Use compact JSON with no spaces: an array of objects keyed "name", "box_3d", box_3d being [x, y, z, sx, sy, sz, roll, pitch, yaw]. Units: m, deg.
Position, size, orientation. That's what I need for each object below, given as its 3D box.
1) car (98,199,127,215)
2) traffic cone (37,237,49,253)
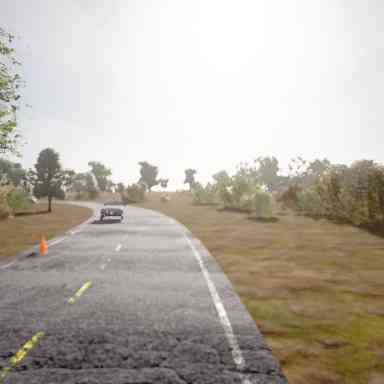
[{"name":"car","box_3d":[-6.490,1.386,27.307,1.837,1.490,4.892,0,0,-11]},{"name":"traffic cone","box_3d":[-5.590,1.973,12.500,0.340,0.580,0.340,0,0,-5]}]
